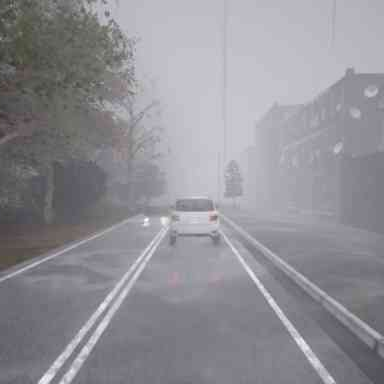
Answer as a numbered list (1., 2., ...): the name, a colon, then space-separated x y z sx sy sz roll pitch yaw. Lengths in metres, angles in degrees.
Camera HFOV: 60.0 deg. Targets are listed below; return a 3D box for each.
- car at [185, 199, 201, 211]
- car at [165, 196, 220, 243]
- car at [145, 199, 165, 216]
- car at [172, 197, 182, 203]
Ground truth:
1. car: 0.112 1.573 40.571 1.895 1.301 4.718 0 0 0
2. car: 0.107 1.214 16.036 2.150 2.045 5.566 0 0 0
3. car: -3.332 1.457 31.941 1.882 1.535 5.008 0 0 0
4. car: -3.314 1.740 72.876 1.994 1.385 4.181 0 -1 0
